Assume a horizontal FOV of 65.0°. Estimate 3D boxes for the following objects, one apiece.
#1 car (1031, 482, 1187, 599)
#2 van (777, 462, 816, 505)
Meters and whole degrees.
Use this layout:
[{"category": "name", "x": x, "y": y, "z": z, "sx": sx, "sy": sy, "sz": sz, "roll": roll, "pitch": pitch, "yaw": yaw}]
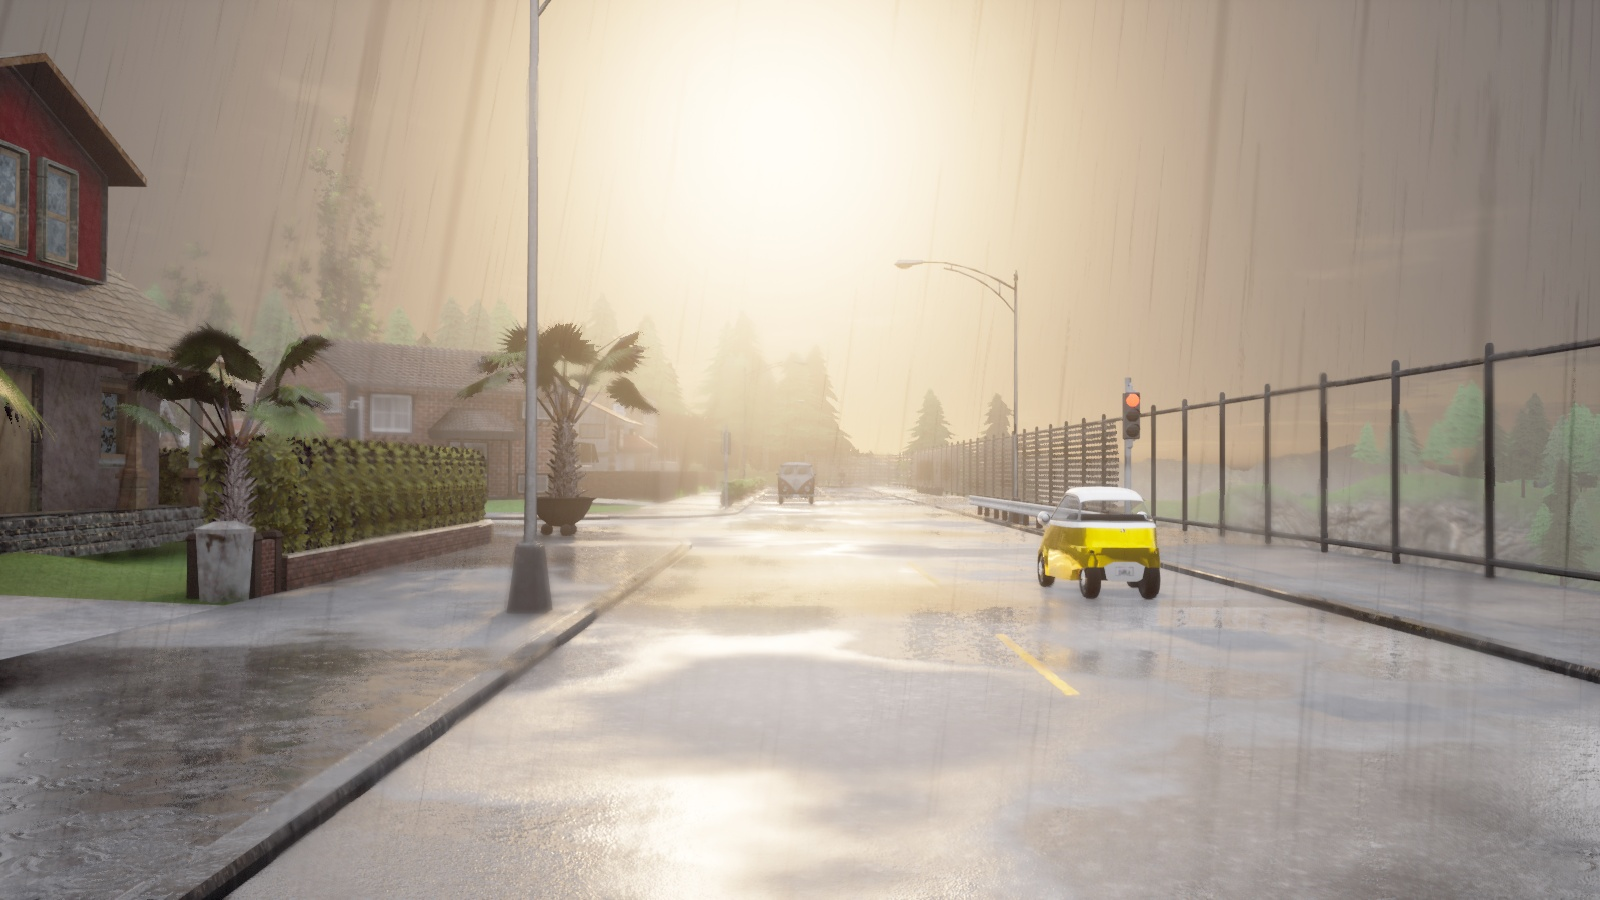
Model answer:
[{"category": "car", "x": 3.959, "y": 1.128, "z": 16.375, "sx": 1.481, "sy": 1.376, "sz": 2.207, "roll": 0, "pitch": -1, "yaw": 0}, {"category": "van", "x": -0.168, "y": 1.573, "z": 60.002, "sx": 1.775, "sy": 1.987, "sz": 4.442, "roll": 0, "pitch": -1, "yaw": 0}]
